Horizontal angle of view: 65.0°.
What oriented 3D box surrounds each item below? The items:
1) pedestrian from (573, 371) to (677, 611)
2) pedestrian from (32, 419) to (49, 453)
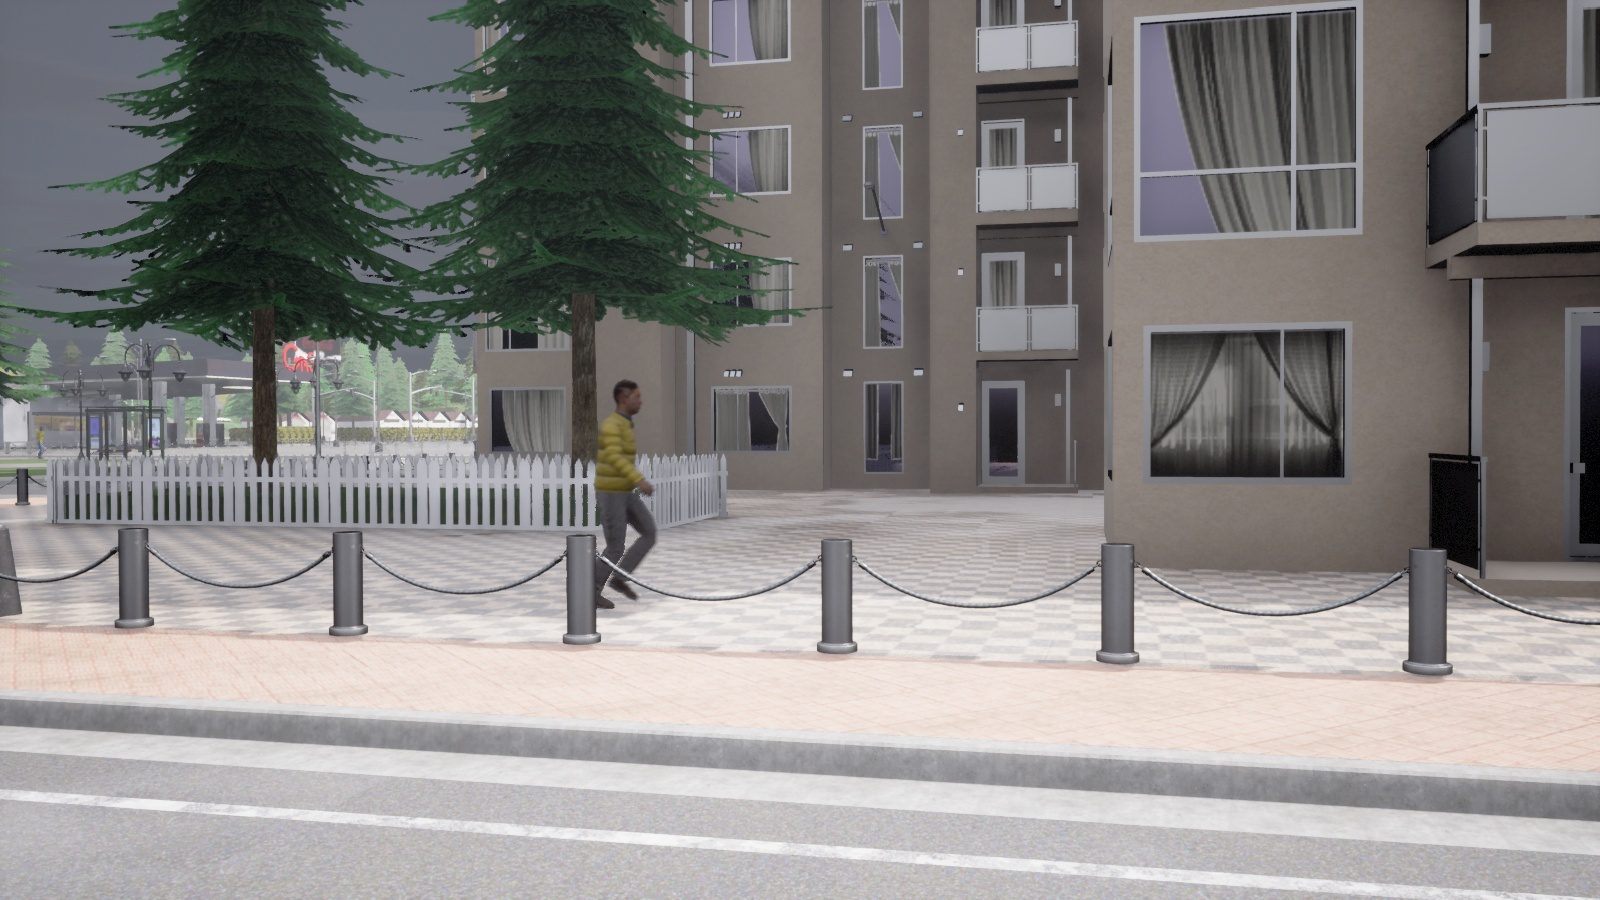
[{"bbox_3d":[-1.374,0.306,9.895,0.709,1.840,0.431,0,1,10],"label":"pedestrian"},{"bbox_3d":[-40.878,-0.754,67.591,0.706,1.836,0.354,0,1,10],"label":"pedestrian"}]
